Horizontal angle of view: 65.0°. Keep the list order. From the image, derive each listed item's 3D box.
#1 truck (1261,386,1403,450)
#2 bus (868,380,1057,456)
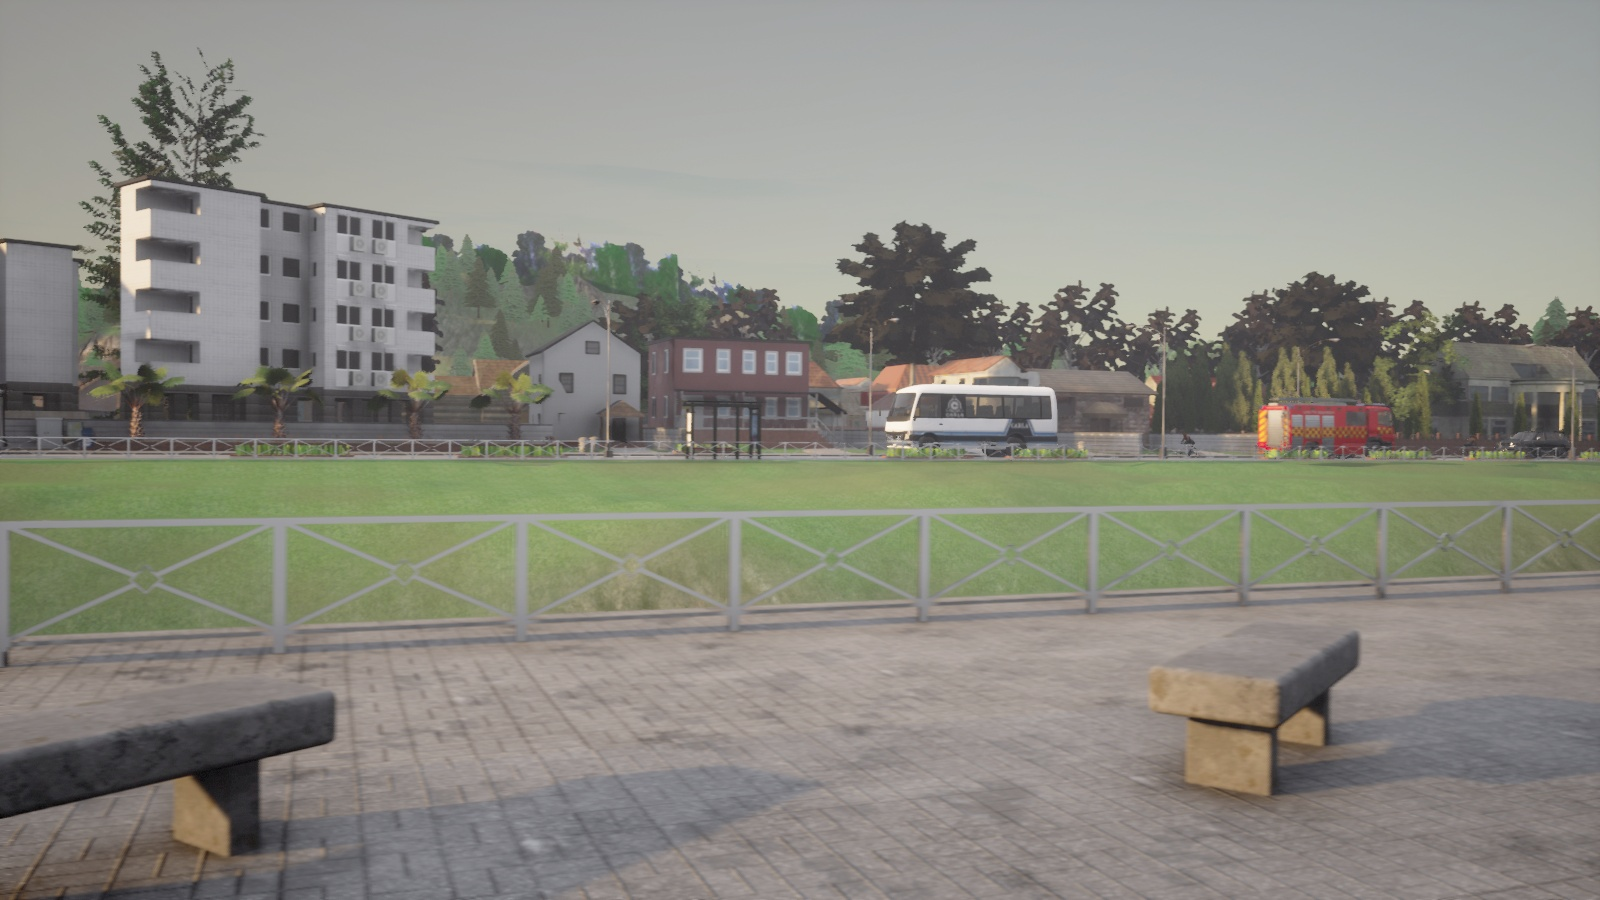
[{"bbox_3d":[33.036,-1.993,78.018,8.468,3.827,2.891,-1,1,-21],"label":"truck"},{"bbox_3d":[9.486,-1.875,73.359,10.273,4.253,3.944,-1,1,-21],"label":"bus"}]
